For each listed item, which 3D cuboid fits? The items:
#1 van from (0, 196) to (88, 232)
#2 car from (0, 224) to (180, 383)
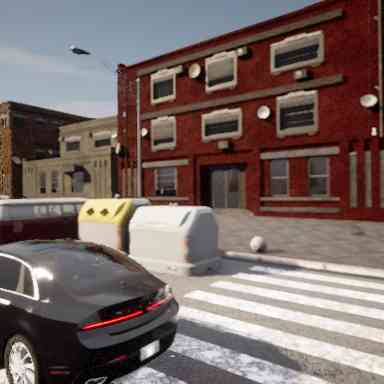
[{"bbox_3d":[-5.671,1.244,13.134,1.878,1.987,4.442,0,0,35],"label":"van"},{"bbox_3d":[-2.436,1.505,5.111,4.892,1.490,1.837,0,0,35],"label":"car"}]
